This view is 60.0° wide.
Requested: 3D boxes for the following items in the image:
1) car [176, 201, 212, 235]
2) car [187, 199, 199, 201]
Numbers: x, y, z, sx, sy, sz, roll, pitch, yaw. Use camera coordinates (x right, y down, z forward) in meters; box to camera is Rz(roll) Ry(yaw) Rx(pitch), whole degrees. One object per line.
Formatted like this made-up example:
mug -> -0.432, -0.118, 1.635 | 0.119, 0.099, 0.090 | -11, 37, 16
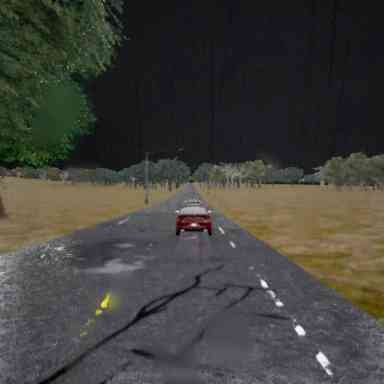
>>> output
car -> 0.102, 1.487, 19.032 | 1.882, 1.535, 5.008 | 0, 0, 0
car -> 0.102, 1.520, 38.397 | 2.128, 1.511, 4.902 | 0, 0, 0
